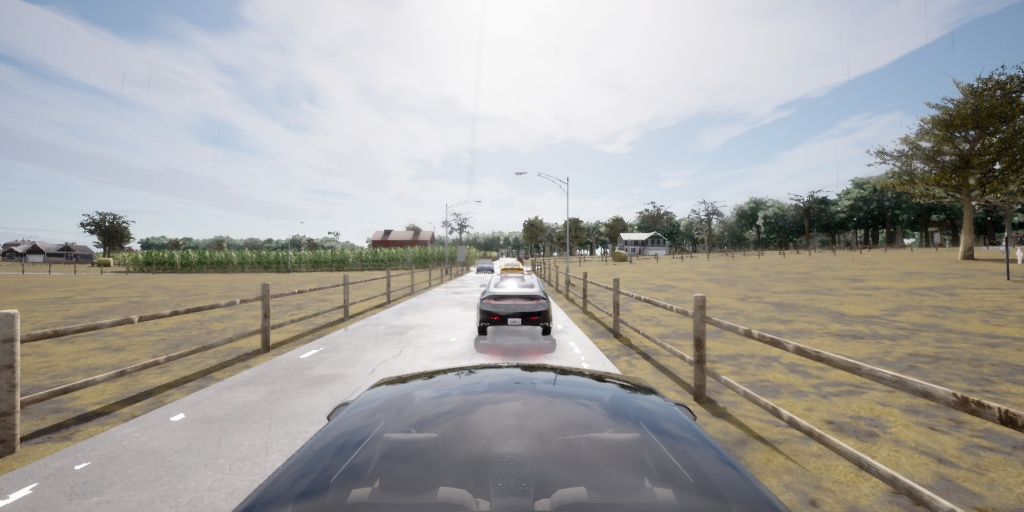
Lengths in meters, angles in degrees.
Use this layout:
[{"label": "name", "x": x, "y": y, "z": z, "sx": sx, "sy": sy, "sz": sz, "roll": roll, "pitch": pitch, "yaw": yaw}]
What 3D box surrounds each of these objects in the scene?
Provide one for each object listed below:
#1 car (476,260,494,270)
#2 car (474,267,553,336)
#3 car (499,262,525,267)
[{"label": "car", "x": -2.921, "y": 1.211, "z": 40.008, "sx": 1.812, "sy": 1.442, "sz": 4.674, "roll": 0, "pitch": 0, "yaw": 0}, {"label": "car", "x": 0.065, "y": 1.241, "z": 10.389, "sx": 2.128, "sy": 1.511, "sz": 4.902, "roll": 0, "pitch": 0, "yaw": 0}, {"label": "car", "x": 0.006, "y": 1.194, "z": 29.046, "sx": 1.882, "sy": 1.535, "sz": 5.008, "roll": 0, "pitch": 0, "yaw": 0}]
